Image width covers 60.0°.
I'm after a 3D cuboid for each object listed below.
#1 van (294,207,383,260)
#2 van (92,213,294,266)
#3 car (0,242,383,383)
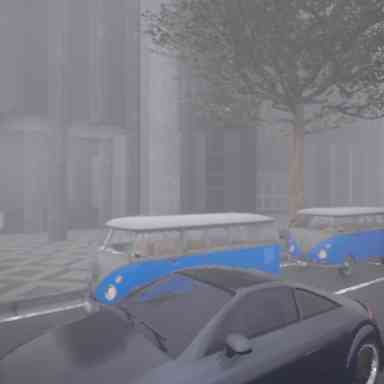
[{"bbox_3d":[4.581,1.350,9.918,3.998,1.788,1.690,0,0,-36],"label":"van"},{"bbox_3d":[0.008,1.345,6.654,3.998,1.788,1.690,0,0,-36],"label":"van"},{"bbox_3d":[0.182,1.566,3.510,4.181,1.385,1.994,0,0,-36],"label":"car"}]
